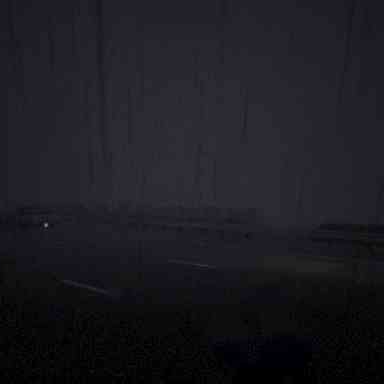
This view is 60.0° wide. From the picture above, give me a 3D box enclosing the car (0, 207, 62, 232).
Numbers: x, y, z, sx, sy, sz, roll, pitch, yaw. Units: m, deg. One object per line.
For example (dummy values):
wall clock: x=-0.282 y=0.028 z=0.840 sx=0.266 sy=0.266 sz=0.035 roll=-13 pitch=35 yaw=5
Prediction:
car: x=-9.834 y=1.513 z=19.610 sx=4.718 sy=1.301 sz=1.895 roll=0 pitch=0 yaw=36
